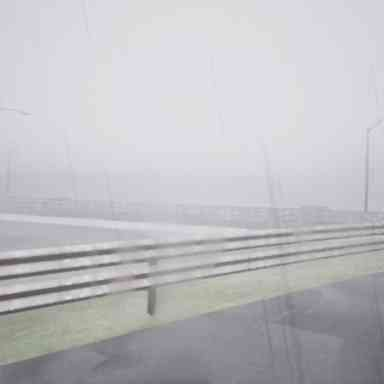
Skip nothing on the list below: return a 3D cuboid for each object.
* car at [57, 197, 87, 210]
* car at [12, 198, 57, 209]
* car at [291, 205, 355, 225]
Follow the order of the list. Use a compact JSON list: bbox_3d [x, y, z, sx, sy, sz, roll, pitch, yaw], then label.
[{"bbox_3d":[-15.129,1.370,40.676,5.008,1.535,1.882,1,-2,25],"label":"car"},{"bbox_3d":[-18.396,1.316,38.351,4.718,1.301,1.895,1,-2,26],"label":"car"},{"bbox_3d":[10.130,1.838,25.853,4.553,1.767,2.097,2,-2,9],"label":"car"}]
